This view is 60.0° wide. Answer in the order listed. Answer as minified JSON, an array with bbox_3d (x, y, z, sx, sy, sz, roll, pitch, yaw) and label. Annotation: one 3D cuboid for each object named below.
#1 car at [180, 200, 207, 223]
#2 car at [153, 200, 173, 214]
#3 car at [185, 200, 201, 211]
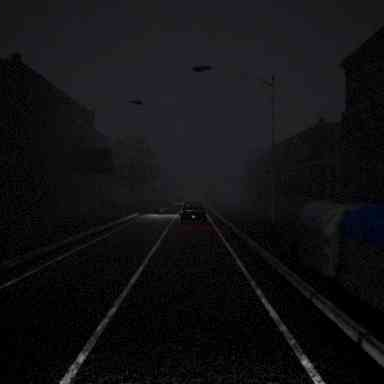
[{"bbox_3d":[0.103,1.533,25.692,2.128,1.511,4.902,0,0,0],"label":"car"},{"bbox_3d":[-3.090,1.617,36.137,1.812,1.442,4.674,0,0,0],"label":"car"},{"bbox_3d":[0.104,1.726,43.036,1.895,1.301,4.718,0,0,0],"label":"car"}]
